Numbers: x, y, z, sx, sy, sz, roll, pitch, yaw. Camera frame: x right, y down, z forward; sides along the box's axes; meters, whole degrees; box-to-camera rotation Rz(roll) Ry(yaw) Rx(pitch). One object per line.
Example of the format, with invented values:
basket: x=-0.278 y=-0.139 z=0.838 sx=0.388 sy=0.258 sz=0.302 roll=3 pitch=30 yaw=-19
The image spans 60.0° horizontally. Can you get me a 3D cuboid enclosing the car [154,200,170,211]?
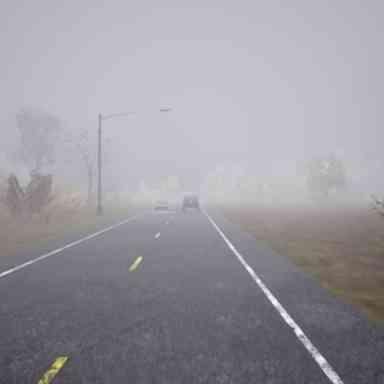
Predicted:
car: x=-3.822 y=1.732 z=43.295 sx=2.033 sy=1.411 sz=5.357 roll=0 pitch=0 yaw=0

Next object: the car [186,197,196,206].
car: x=-0.254 y=1.722 z=63.400 sx=1.882 sy=1.535 sz=5.008 roll=0 pitch=0 yaw=0

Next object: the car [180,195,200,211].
car: x=-0.142 y=1.404 z=43.802 sx=2.150 sy=2.045 sz=5.566 roll=0 pitch=0 yaw=0
